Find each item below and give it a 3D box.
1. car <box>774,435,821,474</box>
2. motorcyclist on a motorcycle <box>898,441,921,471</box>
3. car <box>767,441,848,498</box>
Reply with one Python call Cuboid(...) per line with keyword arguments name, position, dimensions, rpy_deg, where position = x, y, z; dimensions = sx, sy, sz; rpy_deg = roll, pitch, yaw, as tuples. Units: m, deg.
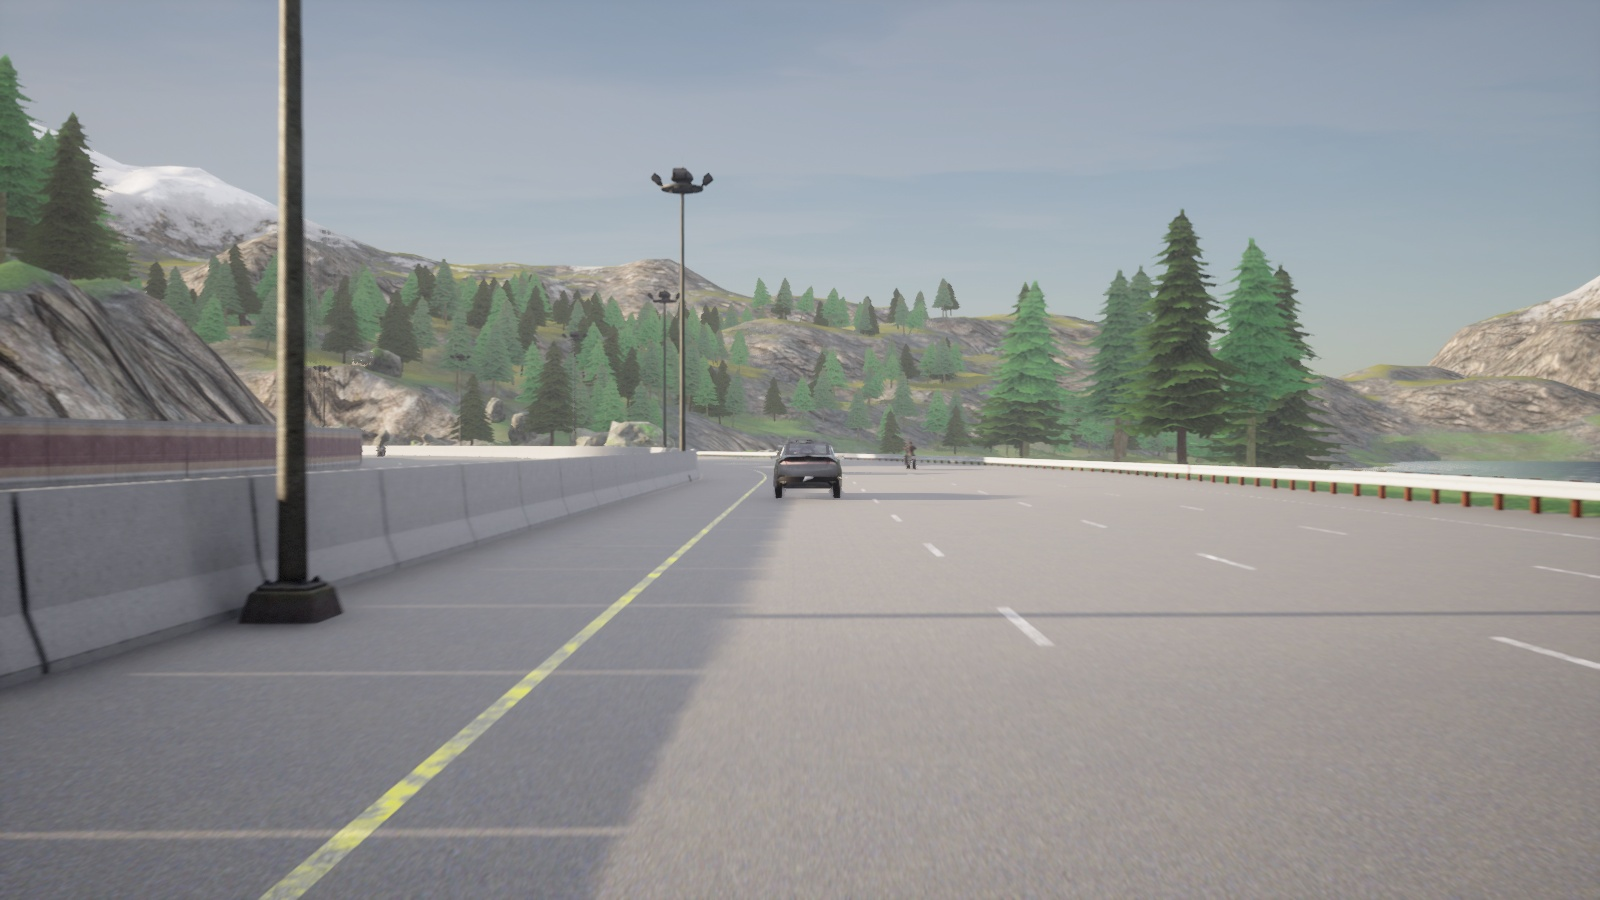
Cuboid(name="car", position=(-0.175, 0.215, 62.430), dimensions=(1.932, 1.855, 4.605), rpy_deg=(0, 0, -5))
Cuboid(name="motorcyclist on a motorcycle", position=(6.093, 0.312, 69.981), dimensions=(0.766, 1.649, 2.350), rpy_deg=(-1, 0, -7))
Cuboid(name="car", position=(0.219, 0.505, 35.549), dimensions=(2.128, 1.511, 4.902), rpy_deg=(0, 0, 0))
